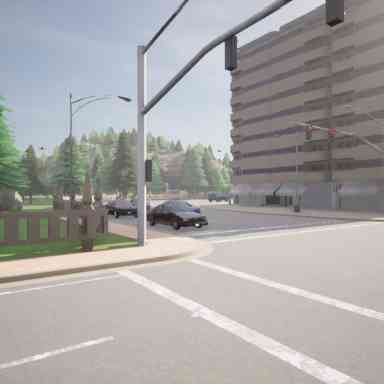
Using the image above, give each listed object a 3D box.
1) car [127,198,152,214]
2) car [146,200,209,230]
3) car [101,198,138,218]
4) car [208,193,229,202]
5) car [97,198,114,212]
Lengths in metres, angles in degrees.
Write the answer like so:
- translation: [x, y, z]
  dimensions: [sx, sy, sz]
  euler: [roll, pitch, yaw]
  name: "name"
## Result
- translation: [-5.827, 1.449, 36.492]
  dimensions: [1.837, 1.490, 4.892]
  euler: [0, 0, -20]
  name: "car"
- translation: [-1.197, 1.492, 21.118]
  dimensions: [2.033, 1.411, 5.357]
  euler: [0, 0, -34]
  name: "car"
- translation: [-6.291, 1.422, 29.448]
  dimensions: [1.882, 1.535, 5.008]
  euler: [0, 0, -28]
  name: "car"
- translation: [5.673, 1.170, 71.184]
  dimensions: [2.150, 2.045, 5.566]
  euler: [0, 0, 40]
  name: "car"
- translation: [-10.085, 1.470, 38.588]
  dimensions: [1.812, 1.442, 4.674]
  euler: [0, 0, -15]
  name: "car"
